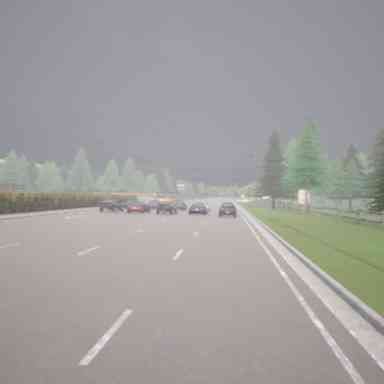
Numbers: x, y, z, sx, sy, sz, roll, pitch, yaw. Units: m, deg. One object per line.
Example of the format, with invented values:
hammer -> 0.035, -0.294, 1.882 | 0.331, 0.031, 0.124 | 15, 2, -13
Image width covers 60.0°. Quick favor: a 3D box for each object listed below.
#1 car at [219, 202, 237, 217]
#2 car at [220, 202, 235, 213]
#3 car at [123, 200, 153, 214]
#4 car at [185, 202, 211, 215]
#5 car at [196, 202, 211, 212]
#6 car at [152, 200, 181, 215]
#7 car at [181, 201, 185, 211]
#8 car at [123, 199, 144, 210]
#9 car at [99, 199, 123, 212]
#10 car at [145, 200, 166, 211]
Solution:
car -> 4.001, 1.973, 37.166 | 2.128, 1.511, 4.902 | 1, 0, 7
car -> 5.170, 2.170, 48.190 | 2.033, 1.411, 5.357 | 1, -1, 7
car -> -6.280, 1.791, 39.618 | 1.994, 1.385, 4.181 | 1, -1, 7
car -> 0.772, 1.983, 39.710 | 1.994, 1.385, 4.181 | 1, -1, 7
car -> 1.766, 2.142, 49.263 | 1.895, 1.301, 4.718 | 1, -1, 7
car -> -2.853, 1.816, 38.817 | 1.837, 1.490, 4.892 | 1, -1, 7
car -> -1.821, 1.986, 48.713 | 2.033, 1.411, 5.357 | 1, -1, 6
car -> -8.739, 1.826, 49.801 | 1.994, 1.385, 4.181 | 1, -1, 7
car -> -9.700, 1.648, 40.513 | 1.837, 1.490, 4.892 | 1, -1, 7
car -> -5.298, 1.896, 49.099 | 2.033, 1.411, 5.357 | 1, -1, 6
